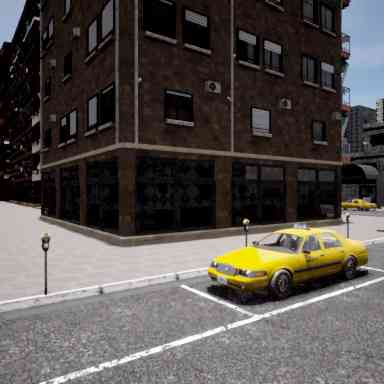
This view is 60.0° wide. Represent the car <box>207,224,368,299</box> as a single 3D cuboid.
[{"bbox_3d":[2.594,1.525,8.416,4.829,1.417,1.752,0,0,-36],"label":"car"}]

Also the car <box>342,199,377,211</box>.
[{"bbox_3d":[19.270,1.469,39.636,1.752,1.417,4.829,0,0,-35],"label":"car"}]
